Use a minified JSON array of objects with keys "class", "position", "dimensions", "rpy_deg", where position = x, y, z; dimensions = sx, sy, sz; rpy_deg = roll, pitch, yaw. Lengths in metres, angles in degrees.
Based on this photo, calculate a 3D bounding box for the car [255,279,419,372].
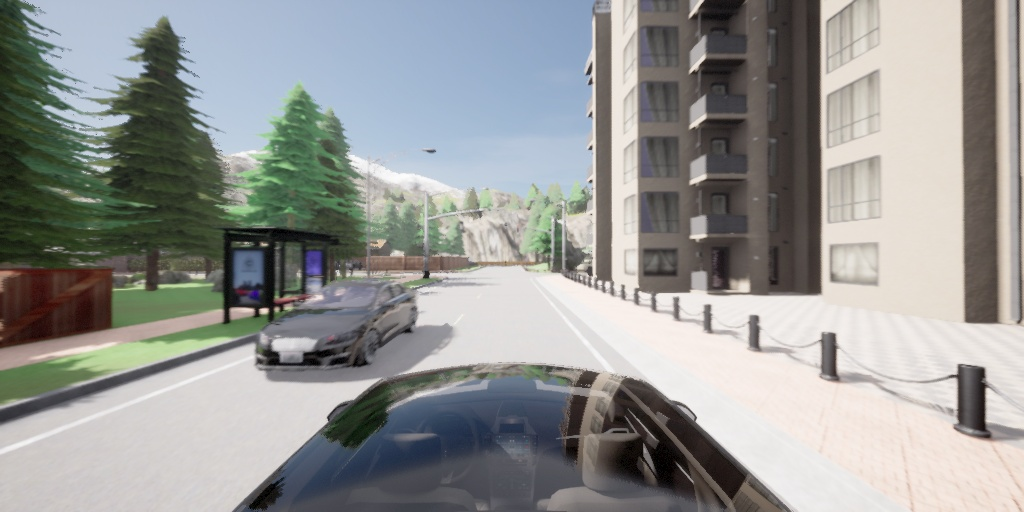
[{"class":"car","position":[-3.497,1.323,8.137],"dimensions":[2.128,1.511,4.902],"rpy_deg":[0,0,0]}]
